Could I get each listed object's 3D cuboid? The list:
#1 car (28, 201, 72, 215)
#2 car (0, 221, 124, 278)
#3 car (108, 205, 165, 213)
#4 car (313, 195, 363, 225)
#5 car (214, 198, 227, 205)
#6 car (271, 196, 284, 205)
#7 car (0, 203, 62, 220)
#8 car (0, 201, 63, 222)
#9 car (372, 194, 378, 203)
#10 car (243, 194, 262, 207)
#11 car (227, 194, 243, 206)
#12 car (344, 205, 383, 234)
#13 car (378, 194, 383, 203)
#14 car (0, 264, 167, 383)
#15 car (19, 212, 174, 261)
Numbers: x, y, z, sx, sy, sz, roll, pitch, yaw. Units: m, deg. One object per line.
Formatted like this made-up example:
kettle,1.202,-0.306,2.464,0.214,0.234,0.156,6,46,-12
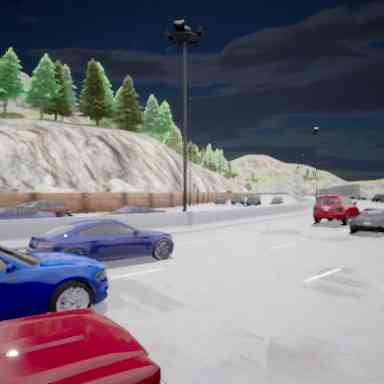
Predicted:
car,-11.904,1.489,26.140,4.553,1.767,2.097,0,0,-43
car,-3.900,1.512,5.528,5.008,1.535,1.882,0,0,-36
car,-4.256,1.654,23.605,2.033,1.411,5.357,0,0,45
car,10.727,1.290,24.644,2.150,2.045,5.566,0,0,37
car,5.619,1.783,63.598,2.033,1.411,5.357,0,0,16
car,15.172,1.543,58.889,2.097,1.767,4.553,0,0,16
car,-11.677,1.666,21.656,5.357,1.411,2.033,0,0,-39
car,-14.061,1.632,28.849,5.008,1.535,1.882,0,0,-43
car,42.811,1.404,75.705,2.150,2.045,5.566,0,0,16
car,10.291,1.409,54.737,2.150,2.045,5.566,0,0,18
car,8.512,1.439,61.023,2.150,2.045,5.566,0,0,16
car,10.493,1.611,18.884,1.994,1.385,4.181,0,0,41
car,41.191,1.688,69.895,1.812,1.442,4.674,0,0,16
car,-2.509,1.618,2.185,4.718,1.301,1.895,0,0,-35
car,-2.764,1.577,10.773,4.674,1.442,1.812,0,0,-38
